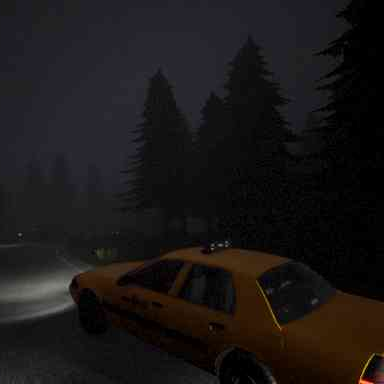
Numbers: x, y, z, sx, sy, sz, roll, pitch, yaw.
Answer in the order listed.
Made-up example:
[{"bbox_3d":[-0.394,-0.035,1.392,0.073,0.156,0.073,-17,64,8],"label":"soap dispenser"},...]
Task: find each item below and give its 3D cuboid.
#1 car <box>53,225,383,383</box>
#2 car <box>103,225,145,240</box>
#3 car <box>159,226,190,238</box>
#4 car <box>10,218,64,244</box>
[{"bbox_3d":[0.142,1.441,4.734,5.366,1.575,1.801,0,1,43],"label":"car"},{"bbox_3d":[-7.444,4.510,36.950,2.033,1.411,5.357,-4,-8,20],"label":"car"},{"bbox_3d":[-2.329,5.543,46.259,1.882,1.535,5.008,-5,-8,30],"label":"car"},{"bbox_3d":[-12.757,3.222,28.086,2.150,2.045,5.566,-4,-7,7],"label":"car"}]
